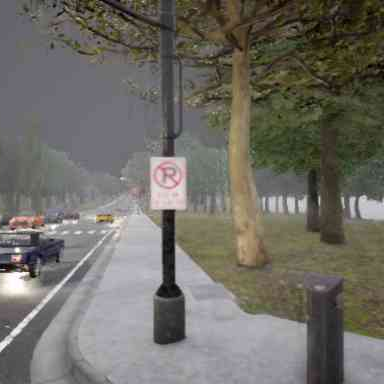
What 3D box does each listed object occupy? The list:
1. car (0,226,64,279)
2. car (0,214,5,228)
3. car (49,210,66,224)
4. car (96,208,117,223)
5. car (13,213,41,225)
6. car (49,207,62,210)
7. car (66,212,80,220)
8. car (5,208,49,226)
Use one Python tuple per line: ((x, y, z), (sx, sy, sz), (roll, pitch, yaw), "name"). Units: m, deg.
((-5.710, 1.977, 11.199), (1.895, 1.301, 4.718), (1, -4, -9), "car")
((-19.330, 2.926, 33.179), (1.812, 1.442, 4.674), (0, -2, -9), "car")
((-17.388, 3.245, 41.111), (1.994, 1.385, 4.181), (0, -2, -9), "car")
((-10.872, 3.104, 41.952), (1.882, 1.535, 5.008), (0, -2, -10), "car")
((-20.885, 3.379, 42.354), (1.895, 1.301, 4.718), (0, -2, -9), "car")
((-23.128, 3.599, 55.835), (2.150, 2.045, 5.566), (0, -3, -9), "car")
((-19.559, 3.851, 54.112), (1.895, 1.301, 4.718), (0, -2, -9), "car")
((-15.898, 2.676, 32.343), (2.097, 1.767, 4.553), (0, -2, -9), "car")
